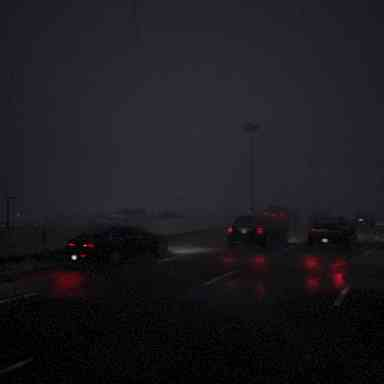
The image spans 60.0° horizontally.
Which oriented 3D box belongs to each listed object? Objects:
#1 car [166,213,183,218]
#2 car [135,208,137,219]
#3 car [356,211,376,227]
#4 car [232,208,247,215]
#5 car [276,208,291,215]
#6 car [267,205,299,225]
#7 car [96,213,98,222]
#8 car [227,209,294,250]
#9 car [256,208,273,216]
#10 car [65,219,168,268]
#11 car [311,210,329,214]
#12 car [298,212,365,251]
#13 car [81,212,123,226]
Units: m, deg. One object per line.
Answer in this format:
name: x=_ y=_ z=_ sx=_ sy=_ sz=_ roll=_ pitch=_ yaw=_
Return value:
car: x=-2.747 y=2.881 z=34.428 sx=2.128 sy=1.511 sz=4.902 roll=-2 pitch=-3 yaw=32
car: x=-6.683 y=2.701 z=34.745 sx=2.150 sy=2.045 sz=5.566 roll=-2 pitch=-3 yaw=32
car: x=15.767 y=2.448 z=30.707 sx=1.994 sy=1.385 sz=4.181 roll=-2 pitch=-3 yaw=32
car: x=10.846 y=4.455 z=75.950 sx=1.994 sy=1.385 sz=4.181 roll=-2 pitch=-4 yaw=32
car: x=19.102 y=4.083 z=69.353 sx=1.994 sy=1.385 sz=4.181 roll=-2 pitch=-4 yaw=32
car: x=8.986 y=2.329 z=33.073 sx=2.150 sy=2.045 sz=5.566 roll=-2 pitch=-3 yaw=32
car: x=-9.330 y=3.221 z=37.084 sx=1.895 sy=1.301 sz=4.718 roll=-2 pitch=-3 yaw=32
car: x=3.646 y=1.980 z=17.859 sx=2.097 sy=1.767 sz=4.553 roll=-2 pitch=-3 yaw=32
car: x=15.251 y=4.183 z=69.784 sx=2.128 sy=1.511 sz=4.902 roll=-2 pitch=-4 yaw=32
car: x=-2.918 y=2.113 z=13.940 sx=1.837 sy=1.490 sz=4.892 roll=-2 pitch=-2 yaw=32
car: x=12.509 y=2.506 z=32.096 sx=1.837 sy=1.490 sz=4.892 roll=-2 pitch=-3 yaw=32
car: x=7.268 y=2.018 z=17.047 sx=2.128 sy=1.511 sz=4.902 roll=-2 pitch=-3 yaw=32
car: x=-11.021 y=3.295 z=40.991 sx=2.128 sy=1.511 sz=4.902 roll=-2 pitch=-3 yaw=32
